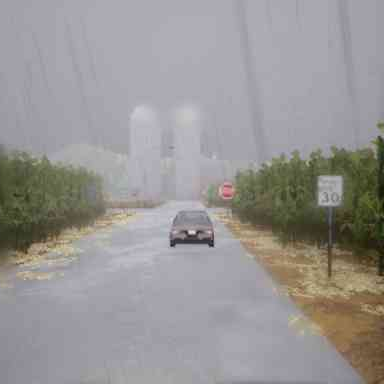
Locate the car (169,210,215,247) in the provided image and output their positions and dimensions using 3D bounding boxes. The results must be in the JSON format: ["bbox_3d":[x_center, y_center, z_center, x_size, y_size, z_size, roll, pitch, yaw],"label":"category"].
[{"bbox_3d":[0.000,1.493,14.643,2.033,1.411,5.357,0,1,0],"label":"car"}]
